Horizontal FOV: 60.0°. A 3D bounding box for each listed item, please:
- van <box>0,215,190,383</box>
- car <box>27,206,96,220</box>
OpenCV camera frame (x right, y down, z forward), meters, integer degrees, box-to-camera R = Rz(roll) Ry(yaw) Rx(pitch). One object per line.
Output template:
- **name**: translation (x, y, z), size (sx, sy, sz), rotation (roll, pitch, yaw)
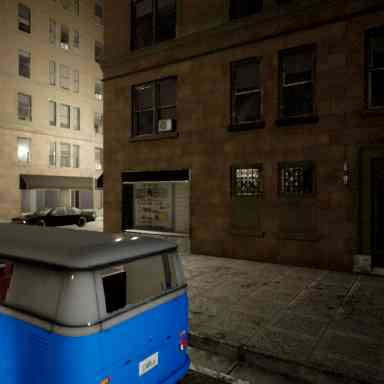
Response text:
- **van**: translation (-1.948, 1.341, 4.074), size (3.998, 1.788, 1.690), rotation (0, 0, 33)
- **car**: translation (-8.771, 1.626, 21.486), size (2.033, 1.411, 5.357), rotation (0, 0, 33)
